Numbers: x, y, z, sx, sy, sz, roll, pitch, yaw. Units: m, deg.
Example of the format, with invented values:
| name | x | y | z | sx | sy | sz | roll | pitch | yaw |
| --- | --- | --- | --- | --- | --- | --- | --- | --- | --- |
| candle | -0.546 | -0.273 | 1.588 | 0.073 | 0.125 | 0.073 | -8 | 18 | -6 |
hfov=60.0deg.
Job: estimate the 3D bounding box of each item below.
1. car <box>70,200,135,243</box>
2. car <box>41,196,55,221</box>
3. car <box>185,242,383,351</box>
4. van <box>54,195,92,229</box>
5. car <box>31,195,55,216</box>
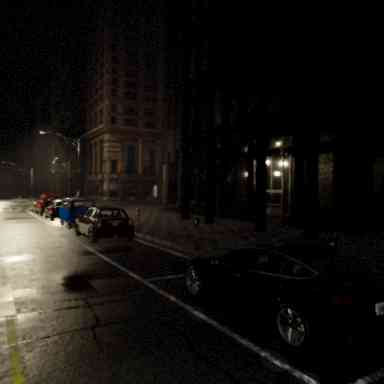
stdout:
| name | x | y | z | sx | sy | sz | roll | pitch | yaw |
| --- | --- | --- | --- | --- | --- | --- | --- | --- | --- |
| car | -4.269 | 1.390 | 15.883 | 1.967 | 1.590 | 4.097 | 1 | 0 | -31 |
| car | -10.052 | 1.314 | 25.478 | 1.967 | 1.590 | 4.097 | 1 | 0 | -31 |
| car | 1.512 | 1.591 | 6.288 | 1.947 | 1.339 | 4.313 | 1 | 0 | -31 |
| van | -7.160 | 1.253 | 20.681 | 1.690 | 1.788 | 3.998 | 1 | 0 | -31 |
| car | -12.942 | 1.152 | 30.276 | 2.192 | 1.841 | 5.009 | 1 | 0 | -31 |
